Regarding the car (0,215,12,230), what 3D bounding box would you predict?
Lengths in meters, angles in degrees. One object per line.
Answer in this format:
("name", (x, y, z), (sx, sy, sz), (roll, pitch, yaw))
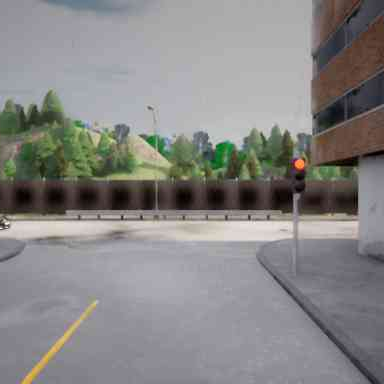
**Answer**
("car", (-12.737, 1.484, 18.613), (4.892, 1.490, 1.837), (2, 0, 0))
